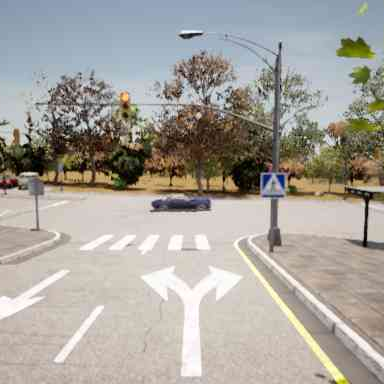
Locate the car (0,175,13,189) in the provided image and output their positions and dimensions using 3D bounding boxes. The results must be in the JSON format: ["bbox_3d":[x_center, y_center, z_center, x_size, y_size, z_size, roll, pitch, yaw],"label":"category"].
[{"bbox_3d":[-23.292,-1.414,41.799,2.185,1.767,4.553,0,5,-13],"label":"car"}]

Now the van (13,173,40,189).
[{"bbox_3d":[-20.322,-1.387,41.404,1.878,1.987,4.442,1,5,-14],"label":"van"}]

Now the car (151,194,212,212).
[{"bbox_3d":[-0.771,0.858,26.342,4.718,1.301,1.895,0,5,3],"label":"car"}]
